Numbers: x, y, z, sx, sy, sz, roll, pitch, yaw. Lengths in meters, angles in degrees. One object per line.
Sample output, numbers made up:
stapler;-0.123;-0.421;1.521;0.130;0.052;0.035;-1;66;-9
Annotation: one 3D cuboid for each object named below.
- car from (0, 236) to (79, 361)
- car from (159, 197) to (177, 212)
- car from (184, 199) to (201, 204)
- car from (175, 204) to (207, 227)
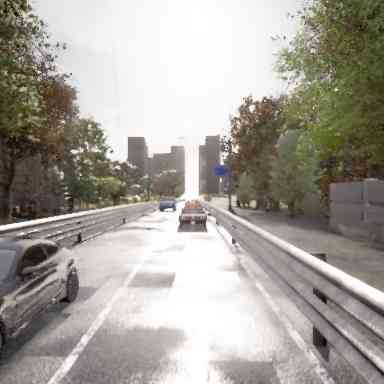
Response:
car;-3.339;1.534;5.561;1.812;1.442;4.674;0;0;0
car;-3.346;1.690;47.314;2.150;2.045;5.566;0;-1;0
car;0.081;1.728;42.137;2.097;1.767;4.553;0;-1;0
car;0.066;1.722;23.546;1.895;1.301;4.718;0;-1;0
